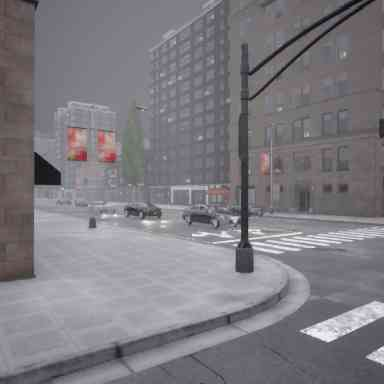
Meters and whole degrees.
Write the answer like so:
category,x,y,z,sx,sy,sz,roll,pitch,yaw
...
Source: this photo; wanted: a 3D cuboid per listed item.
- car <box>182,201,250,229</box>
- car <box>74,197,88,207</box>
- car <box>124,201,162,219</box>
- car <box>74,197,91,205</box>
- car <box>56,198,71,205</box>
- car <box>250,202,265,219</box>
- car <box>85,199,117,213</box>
category,x,y,z,sx,sy,sz,roll,pitch,yaw
car,1.231,1.554,22.512,2.128,1.511,4.902,0,0,-36
car,-18.024,1.776,55.235,1.994,1.385,4.181,0,0,-36
car,-4.593,1.579,30.623,1.882,1.535,5.008,0,0,-35
car,-21.850,1.760,66.140,1.837,1.490,4.892,0,0,-36
car,-25.225,1.803,65.260,2.033,1.411,5.357,0,0,-36
car,4.259,1.584,29.785,2.128,1.511,4.902,0,0,-36
car,-10.496,1.741,38.857,1.895,1.301,4.718,0,0,-36
